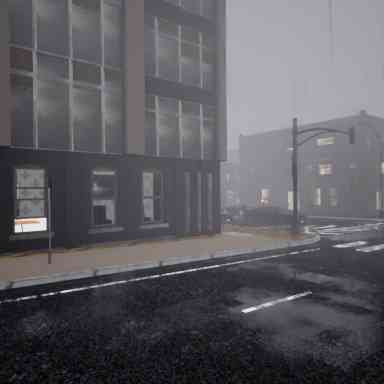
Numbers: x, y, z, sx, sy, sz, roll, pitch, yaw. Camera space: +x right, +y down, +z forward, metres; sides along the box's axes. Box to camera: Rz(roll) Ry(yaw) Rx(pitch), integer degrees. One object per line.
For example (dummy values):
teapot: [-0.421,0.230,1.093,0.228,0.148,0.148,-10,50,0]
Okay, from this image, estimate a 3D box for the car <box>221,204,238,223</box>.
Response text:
car: [1.619,1.935,28.506,1.947,1.339,4.313,-2,0,-37]

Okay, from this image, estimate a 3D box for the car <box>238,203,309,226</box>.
car: [6.500,1.819,26.517,2.033,1.411,5.357,-1,0,-36]
